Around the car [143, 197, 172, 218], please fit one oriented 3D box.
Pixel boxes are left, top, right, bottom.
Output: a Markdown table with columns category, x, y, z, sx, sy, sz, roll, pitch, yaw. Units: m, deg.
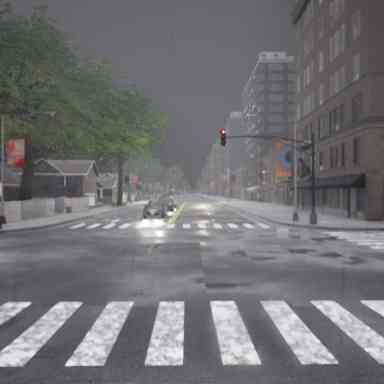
| category | x | y | z | sx | sy | sz | roll | pitch | yaw |
| --- | --- | --- | --- | --- | --- | --- | --- | --- | --- |
| car | -3.279 | 1.515 | 30.297 | 2.128 | 1.511 | 4.902 | 0 | 0 | 0 |

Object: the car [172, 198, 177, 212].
| category | x | y | z | sx | sy | sz | roll | pitch | yaw |
| --- | --- | --- | --- | --- | --- | --- | --- | --- | --- |
| car | -3.254 | 1.387 | 40.032 | 2.097 | 1.767 | 4.553 | 0 | 0 | 0 |

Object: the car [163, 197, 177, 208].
| category | x | y | z | sx | sy | sz | roll | pitch | yaw |
| --- | --- | --- | --- | --- | --- | --- | --- | --- | --- |
| car | -3.226 | 1.573 | 49.989 | 1.812 | 1.442 | 4.674 | 0 | 0 | 0 |
